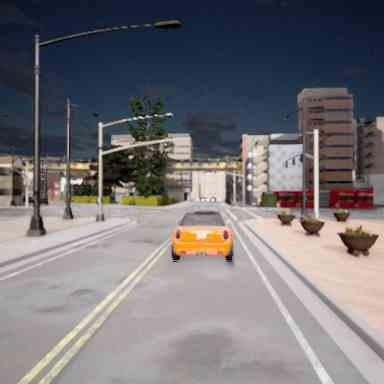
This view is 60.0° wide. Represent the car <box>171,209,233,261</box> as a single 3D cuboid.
[{"bbox_3d":[0.470,1.477,12.960,2.097,1.767,4.553,0,-1,4],"label":"car"}]
